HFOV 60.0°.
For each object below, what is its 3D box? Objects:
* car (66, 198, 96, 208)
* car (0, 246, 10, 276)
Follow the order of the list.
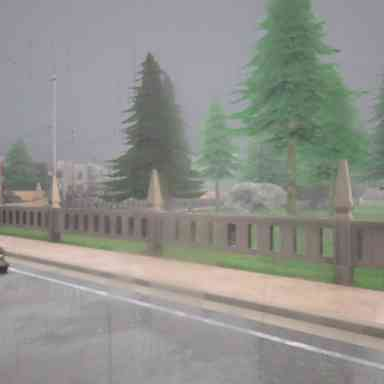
[{"bbox_3d":[-15.277,1.631,45.207,1.837,1.490,4.892,0,0,36],"label":"car"},{"bbox_3d":[-6.935,1.582,8.862,5.357,1.411,2.033,0,0,36],"label":"car"}]
